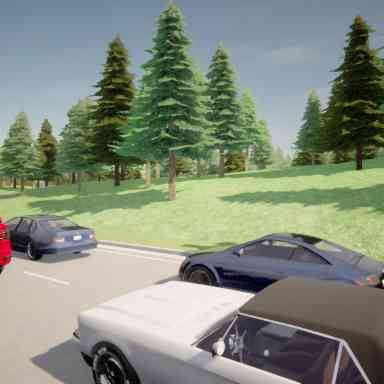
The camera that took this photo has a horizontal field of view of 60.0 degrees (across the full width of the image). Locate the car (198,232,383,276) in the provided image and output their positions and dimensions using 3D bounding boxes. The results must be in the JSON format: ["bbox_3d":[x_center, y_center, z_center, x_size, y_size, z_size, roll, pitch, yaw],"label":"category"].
[{"bbox_3d":[1.756,1.564,7.036,4.181,1.385,1.994,0,0,35],"label":"car"}]

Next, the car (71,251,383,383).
[{"bbox_3d":[0.907,1.601,3.344,4.718,1.301,1.895,0,0,35],"label":"car"}]

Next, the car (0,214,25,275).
[{"bbox_3d":[-7.064,1.221,8.949,5.566,2.045,2.150,0,0,36],"label":"car"}]

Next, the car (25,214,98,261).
[{"bbox_3d":[-5.802,1.547,12.353,5.357,1.411,2.033,0,0,35],"label":"car"}]
